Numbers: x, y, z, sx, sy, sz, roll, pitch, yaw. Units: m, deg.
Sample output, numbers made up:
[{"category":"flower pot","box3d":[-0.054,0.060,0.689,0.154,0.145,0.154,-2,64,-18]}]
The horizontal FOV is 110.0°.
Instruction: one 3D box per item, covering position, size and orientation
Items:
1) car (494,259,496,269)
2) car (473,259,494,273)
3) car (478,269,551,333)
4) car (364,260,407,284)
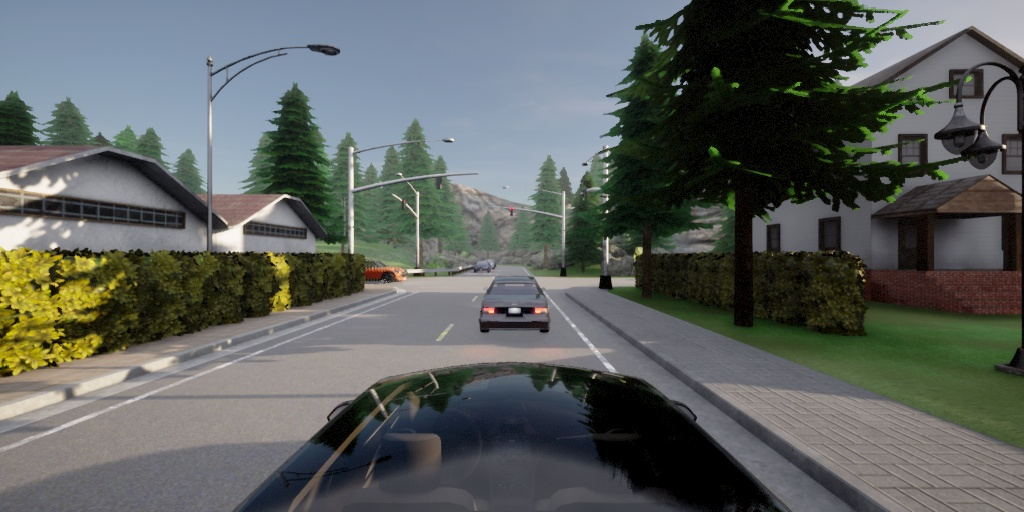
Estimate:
[{"category":"car","box3d":[-3.561,1.273,53.665,1.812,1.442,4.674,0,0,0]},{"category":"car","box3d":[-3.567,1.274,43.647,1.812,1.442,4.674,0,0,0]},{"category":"car","box3d":[0.076,1.297,10.729,2.033,1.411,5.357,0,0,0]},{"category":"car","box3d":[-10.139,1.086,26.336,4.553,1.767,2.097,0,0,-1]}]
